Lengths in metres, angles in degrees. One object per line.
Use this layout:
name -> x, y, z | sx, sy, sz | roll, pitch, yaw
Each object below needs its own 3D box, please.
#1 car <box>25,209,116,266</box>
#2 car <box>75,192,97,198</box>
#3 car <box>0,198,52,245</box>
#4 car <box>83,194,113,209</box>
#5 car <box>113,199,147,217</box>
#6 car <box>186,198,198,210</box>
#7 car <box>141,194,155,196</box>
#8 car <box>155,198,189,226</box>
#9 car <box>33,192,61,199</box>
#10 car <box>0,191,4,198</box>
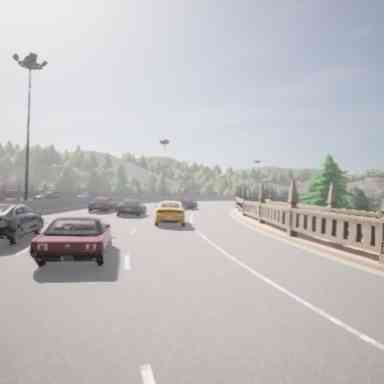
car -> -3.670, 1.447, 10.900 | 1.895, 1.301, 4.718 | 2, 0, -11
car -> -16.200, 0.738, 51.607 | 2.097, 1.767, 4.553 | 2, 0, 14
car -> -7.626, 1.211, 13.735 | 2.128, 1.511, 4.902 | 2, 0, -9
car -> -8.416, 1.196, 31.886 | 1.994, 1.385, 4.181 | 2, 0, 2
car -> -5.056, 1.301, 28.350 | 1.994, 1.385, 4.181 | 2, 0, 0
car -> -0.452, 1.376, 40.658 | 1.994, 1.385, 4.181 | 1, 0, 9
car -> -8.629, 1.054, 63.747 | 2.128, 1.511, 4.902 | 1, 0, 21
car -> -1.457, 1.341, 22.279 | 1.882, 1.535, 5.008 | 2, 1, -4
car -> -20.697, 0.779, 47.520 | 1.837, 1.490, 4.892 | 1, 0, 11
car -> -15.730, 0.678, 23.819 | 2.150, 2.045, 5.566 | 1, 0, -2
